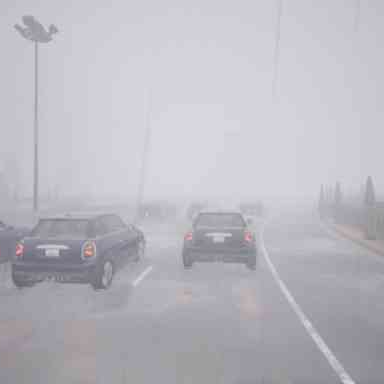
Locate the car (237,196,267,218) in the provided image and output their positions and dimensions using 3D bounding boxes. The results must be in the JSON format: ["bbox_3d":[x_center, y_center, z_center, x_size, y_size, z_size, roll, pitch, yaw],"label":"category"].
[{"bbox_3d":[5.323,1.345,28.799,1.882,1.535,5.008,0,0,20],"label":"car"}]

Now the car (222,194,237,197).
[{"bbox_3d":[8.197,1.153,72.854,2.033,1.411,5.357,0,0,42],"label":"car"}]

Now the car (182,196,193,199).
[{"bbox_3d":[-0.834,1.308,49.030,1.882,1.535,5.008,0,0,30],"label":"car"}]

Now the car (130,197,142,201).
[{"bbox_3d":[-7.071,1.382,44.711,1.812,1.442,4.674,0,0,26],"label":"car"}]

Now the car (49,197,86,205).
[{"bbox_3d":[-13.953,1.374,37.594,2.128,1.511,4.902,0,0,21],"label":"car"}]

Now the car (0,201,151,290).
[{"bbox_3d":[-2.765,1.308,9.199,2.097,1.767,4.553,0,0,6],"label":"car"}]

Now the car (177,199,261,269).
[{"bbox_3d":[0.989,1.301,11.180,2.097,1.767,4.553,0,0,7],"label":"car"}]

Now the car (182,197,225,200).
[{"bbox_3d":[1.011,1.388,26.991,1.837,1.490,4.892,0,0,18],"label":"car"}]

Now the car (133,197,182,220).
[{"bbox_3d":[-2.650,1.394,26.982,1.837,1.490,4.892,0,0,17],"label":"car"}]
